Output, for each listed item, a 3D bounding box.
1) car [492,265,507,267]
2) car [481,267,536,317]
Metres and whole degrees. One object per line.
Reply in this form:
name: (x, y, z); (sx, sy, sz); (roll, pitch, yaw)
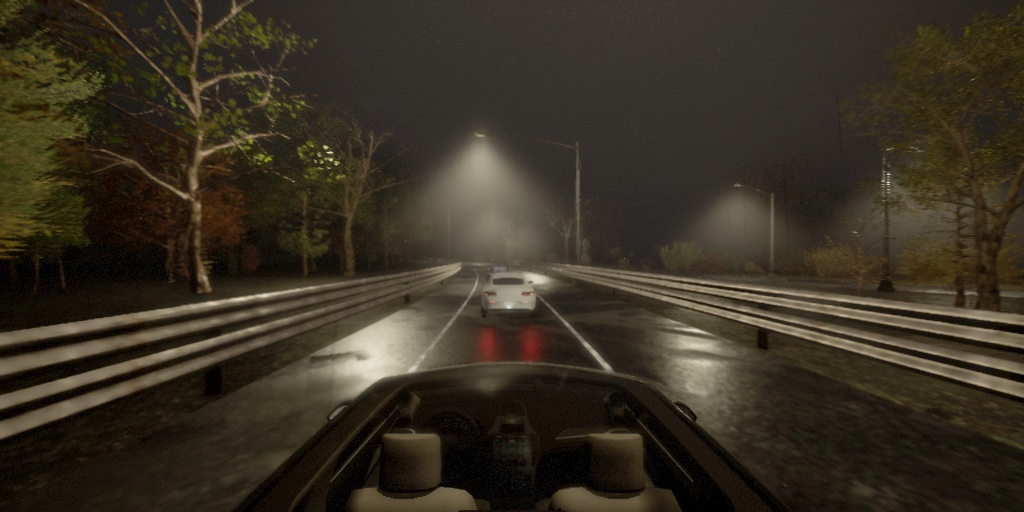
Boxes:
car: (-0.980, 1.418, 28.348); (1.994, 1.385, 4.181); (0, 0, -4)
car: (-0.163, 1.324, 13.340); (1.812, 1.442, 4.674); (0, 0, -2)
